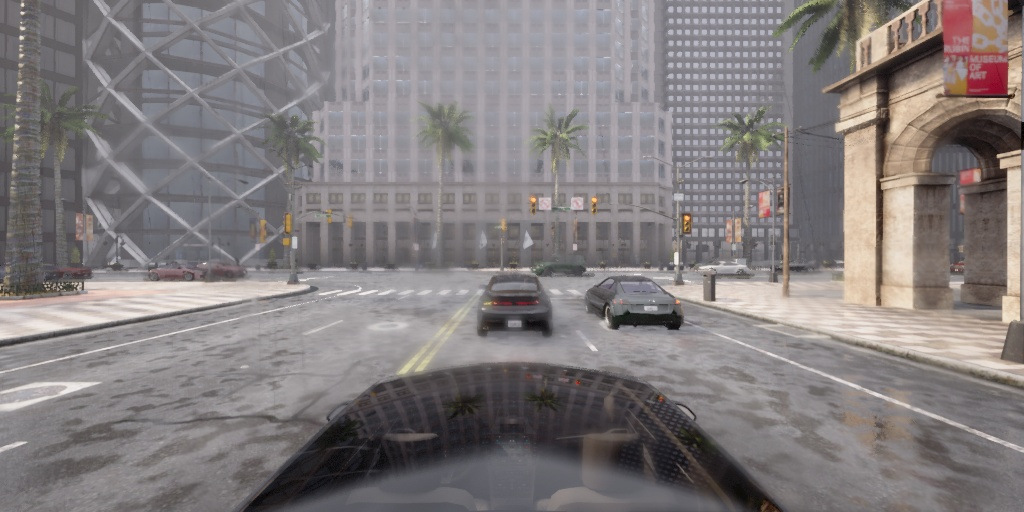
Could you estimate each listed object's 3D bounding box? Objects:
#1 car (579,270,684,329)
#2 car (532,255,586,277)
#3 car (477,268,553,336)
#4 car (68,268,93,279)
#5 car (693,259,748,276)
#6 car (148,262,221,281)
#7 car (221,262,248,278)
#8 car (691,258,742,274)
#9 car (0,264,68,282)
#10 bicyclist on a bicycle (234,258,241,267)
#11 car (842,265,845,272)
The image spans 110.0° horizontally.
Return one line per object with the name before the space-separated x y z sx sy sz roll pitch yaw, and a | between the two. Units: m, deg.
car | 3.580 1.314 11.216 1.994 1.385 4.181 0 0 0
car | 4.608 0.970 35.121 5.566 2.045 2.150 0 -1 -24
car | 0.076 1.255 10.349 1.837 1.490 4.892 0 0 0
car | -39.015 1.351 30.196 4.718 1.301 1.895 0 0 -25
car | 21.659 1.276 36.836 4.674 1.442 1.812 0 0 0
car | -27.017 1.314 29.430 4.181 1.385 1.994 0 0 -4
car | -26.958 1.276 32.928 4.674 1.442 1.812 0 0 -4
car | 22.920 1.102 40.331 4.553 1.767 2.097 0 0 0
car | -37.361 1.314 27.006 4.181 1.385 1.994 0 0 -26
bicyclist on a bicycle | -35.756 1.050 46.654 0.582 1.620 1.656 0 0 -12
car | 40.039 1.228 40.275 5.008 1.535 1.882 0 0 0
